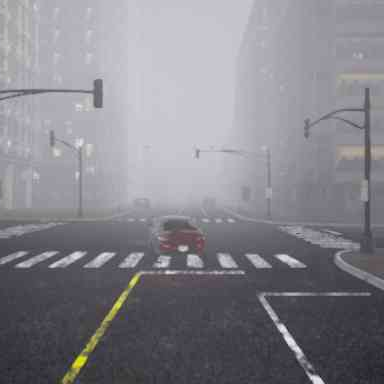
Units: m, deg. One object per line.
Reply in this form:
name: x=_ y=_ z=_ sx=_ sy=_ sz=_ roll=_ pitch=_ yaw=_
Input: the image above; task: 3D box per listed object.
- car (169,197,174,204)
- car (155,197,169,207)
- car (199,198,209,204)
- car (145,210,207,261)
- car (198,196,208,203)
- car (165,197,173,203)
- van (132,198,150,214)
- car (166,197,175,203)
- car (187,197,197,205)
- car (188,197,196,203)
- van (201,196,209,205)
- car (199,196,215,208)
car: x=-5.669 y=1.909 z=76.360 sx=1.967 sy=1.590 sz=4.097 roll=0 pitch=0 yaw=0
car: x=-5.674 y=1.886 z=59.537 sx=1.752 sy=1.417 sz=4.829 roll=0 pitch=0 yaw=0
car: x=2.712 y=2.019 z=76.357 sx=2.008 sy=1.369 sz=4.403 roll=0 pitch=0 yaw=0
car: x=-0.688 y=1.609 z=12.613 sx=1.812 sy=1.442 sz=4.674 roll=1 pitch=-1 yaw=-11
car: x=2.713 y=1.820 z=81.910 sx=2.192 sy=1.841 sz=5.009 roll=0 pitch=0 yaw=0
car: x=-5.667 y=2.030 z=81.740 sx=1.752 sy=1.417 sz=4.829 roll=0 pitch=0 yaw=0
van: x=-5.680 y=1.564 z=37.505 sx=1.690 sy=1.788 sz=3.998 roll=0 pitch=0 yaw=0
car: x=-5.665 y=2.093 z=87.461 sx=2.008 sy=1.369 sz=4.403 roll=0 pitch=0 yaw=0
car: x=0.023 y=2.008 z=67.027 sx=1.895 sy=1.301 sz=4.718 roll=0 pitch=0 yaw=0
car: x=0.025 y=1.823 z=77.004 sx=1.837 sy=1.490 sz=4.892 roll=0 pitch=0 yaw=0
van: x=2.709 y=1.773 z=70.808 sx=1.690 sy=1.788 sz=3.998 roll=0 pitch=0 yaw=0
car: x=2.705 y=1.641 z=54.156 sx=2.192 sy=1.841 sz=5.009 roll=0 pitch=0 yaw=0
